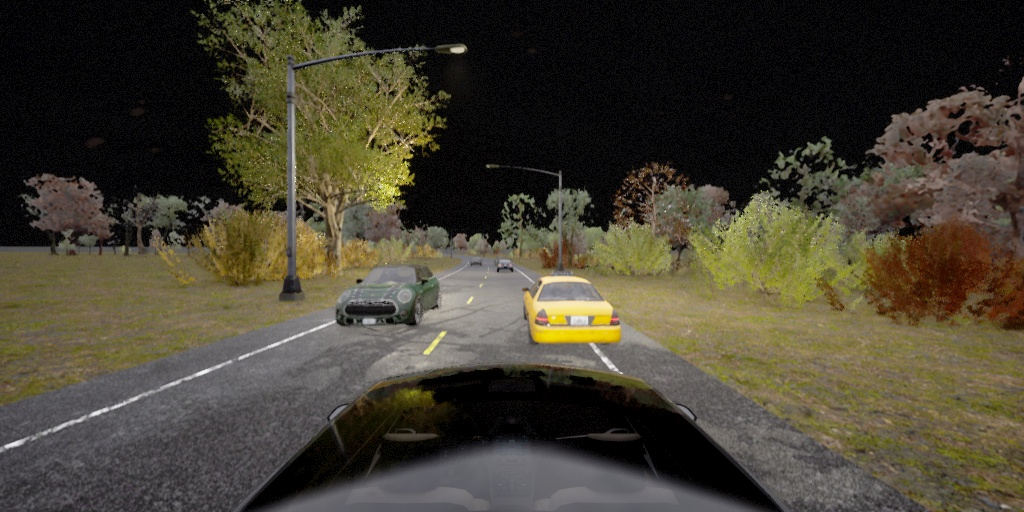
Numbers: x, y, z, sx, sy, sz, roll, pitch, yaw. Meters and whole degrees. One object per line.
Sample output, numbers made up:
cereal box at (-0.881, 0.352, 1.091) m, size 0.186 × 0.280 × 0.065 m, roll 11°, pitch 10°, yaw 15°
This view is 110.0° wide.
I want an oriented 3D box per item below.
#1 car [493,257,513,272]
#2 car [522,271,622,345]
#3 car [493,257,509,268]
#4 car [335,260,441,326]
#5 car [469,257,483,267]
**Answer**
car at (-0.885, 1.015, 41.096) m, size 2.033 × 1.411 × 5.357 m, roll 0°, pitch 0°, yaw -4°
car at (1.245, 1.160, 9.244) m, size 1.801 × 1.575 × 5.366 m, roll 0°, pitch 0°, yaw 0°
car at (-1.717, 0.860, 53.187) m, size 2.128 × 1.511 × 4.902 m, roll 0°, pitch 0°, yaw -4°
car at (-3.623, 1.042, 11.291) m, size 2.097 × 1.767 × 4.553 m, roll 0°, pitch 0°, yaw -1°
car at (-5.563, 0.854, 55.853) m, size 1.837 × 1.490 × 4.892 m, roll 0°, pitch 0°, yaw -4°
